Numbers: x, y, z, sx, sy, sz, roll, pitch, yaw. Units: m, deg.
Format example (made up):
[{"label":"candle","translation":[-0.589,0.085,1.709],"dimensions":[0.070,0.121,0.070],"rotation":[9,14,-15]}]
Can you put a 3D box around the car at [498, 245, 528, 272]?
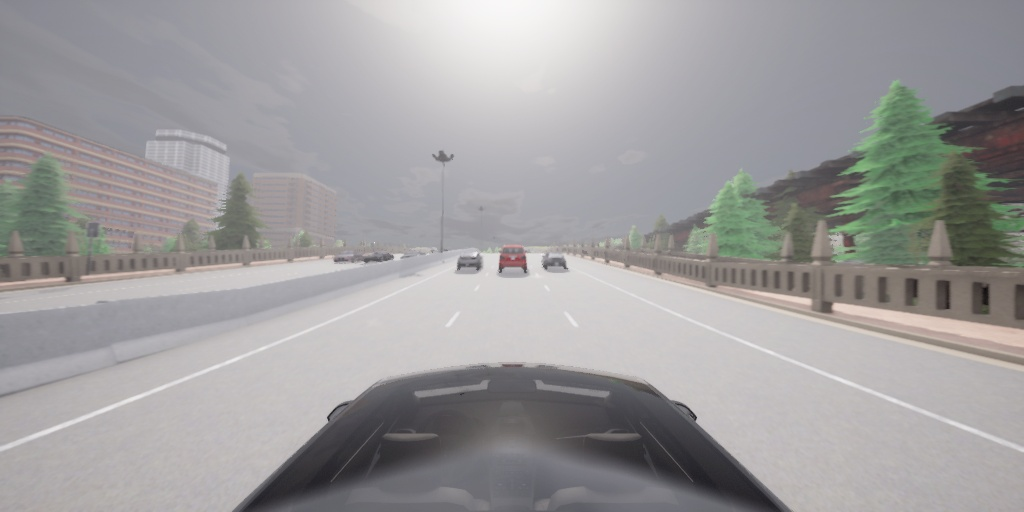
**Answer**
[{"label":"car","translation":[0.078,0.152,28.488],"dimensions":[2.150,2.045,5.566],"rotation":[0,3,0]}]

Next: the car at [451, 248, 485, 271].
[{"label":"car","translation":[-3.417,0.359,29.970],"dimensions":[2.128,1.511,4.902],"rotation":[0,2,0]}]

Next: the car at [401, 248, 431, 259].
[{"label":"car","translation":[-10.576,0.068,38.800],"dimensions":[1.994,1.385,4.181],"rotation":[0,2,0]}]

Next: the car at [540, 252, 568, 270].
[{"label":"car","translation":[3.587,0.355,30.981],"dimensions":[1.812,1.442,4.674],"rotation":[0,2,0]}]

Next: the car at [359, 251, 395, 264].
[{"label":"car","translation":[-14.079,0.132,38.106],"dimensions":[1.895,1.301,4.718],"rotation":[0,2,0]}]

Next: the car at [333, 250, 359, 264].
[{"label":"car","translation":[-17.571,0.064,38.842],"dimensions":[1.994,1.385,4.181],"rotation":[0,2,0]}]
